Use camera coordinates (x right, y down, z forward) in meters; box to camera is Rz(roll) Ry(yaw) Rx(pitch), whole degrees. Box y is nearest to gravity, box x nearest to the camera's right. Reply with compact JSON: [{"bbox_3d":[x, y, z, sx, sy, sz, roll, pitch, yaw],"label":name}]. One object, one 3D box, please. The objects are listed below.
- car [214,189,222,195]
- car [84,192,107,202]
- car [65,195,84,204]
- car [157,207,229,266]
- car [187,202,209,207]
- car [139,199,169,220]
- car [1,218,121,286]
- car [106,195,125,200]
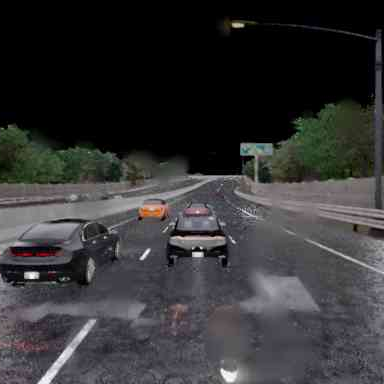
[{"bbox_3d":[6.813,0.198,86.546,2.150,2.045,5.566,0,2,4],"label":"car"},{"bbox_3d":[-16.085,0.969,57.179,2.150,2.045,5.566,0,1,3],"label":"car"},{"bbox_3d":[-19.651,1.291,56.061,1.812,1.442,4.674,0,1,3],"label":"car"},{"bbox_3d":[0.183,1.486,11.464,2.128,1.511,4.902,0,0,1],"label":"car"},{"bbox_3d":[0.493,1.549,28.333,1.994,1.385,4.181,0,0,1],"label":"car"},{"bbox_3d":[-3.030,1.335,27.479,2.097,1.767,4.553,0,0,1],"label":"car"},{"bbox_3d":[-3.336,1.498,9.392,1.837,1.490,4.892,0,0,1],"label":"car"},{"bbox_3d":[-12.601,1.280,56.922,1.812,1.442,4.674,0,1,3],"label":"car"}]
